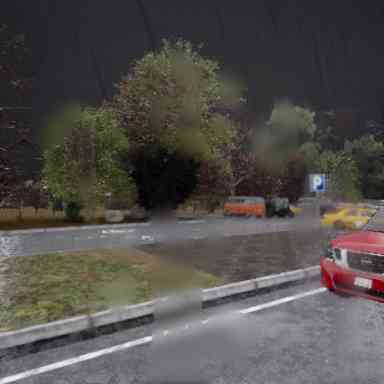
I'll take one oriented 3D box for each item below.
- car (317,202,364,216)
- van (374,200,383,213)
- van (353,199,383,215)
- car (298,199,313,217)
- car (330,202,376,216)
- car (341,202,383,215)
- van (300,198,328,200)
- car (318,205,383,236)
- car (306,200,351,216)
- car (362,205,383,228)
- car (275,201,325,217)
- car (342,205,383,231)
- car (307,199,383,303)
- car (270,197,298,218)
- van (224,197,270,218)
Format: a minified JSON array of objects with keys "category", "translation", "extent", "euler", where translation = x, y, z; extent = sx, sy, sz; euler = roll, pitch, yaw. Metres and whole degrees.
[{"category":"car","translation":[18.496,2.090,41.632],"extent":[2.097,1.535,5.008],"euler":[2,-1,-36]},{"category":"van","translation":[29.922,2.239,49.682],"extent":[1.878,1.987,4.442],"euler":[2,-1,-36]},{"category":"van","translation":[25.285,2.091,46.647],"extent":[1.878,1.987,4.442],"euler":[2,-1,-36]},{"category":"car","translation":[9.701,1.795,35.108],"extent":[1.946,1.575,5.366],"euler":[2,-1,-36]},{"category":"car","translation":[20.849,2.168,43.318],"extent":[2.097,1.535,5.008],"euler":[2,-1,-36]},{"category":"car","translation":[23.101,2.243,44.930],"extent":[2.231,1.521,4.892],"euler":[2,-1,-36]},{"category":"van","translation":[14.030,1.719,38.582],"extent":[1.878,1.987,4.442],"euler":[2,-1,-36]},{"category":"car","translation":[10.386,1.614,19.508],"extent":[1.946,1.575,5.366],"euler":[1,-1,-36]},{"category":"car","translation":[16.365,1.894,40.072],"extent":[2.185,1.767,4.553],"euler":[2,-1,-36]},{"category":"car","translation":[14.777,1.726,22.890],"extent":[2.097,1.535,5.008],"euler":[2,-1,-36]},{"category":"car","translation":[11.845,1.872,36.865],"extent":[2.231,1.521,4.892],"euler":[2,-1,-36]},{"category":"car","translation":[12.524,1.668,21.275],"extent":[2.231,1.521,4.892],"euler":[1,-1,-36]},{"category":"car","translation":[5.256,1.253,7.460],"extent":[5.566,2.045,2.150],"euler":[0,0,-36]},{"category":"car","translation":[7.332,1.479,33.673],"extent":[2.435,2.045,5.566],"euler":[1,-1,-36]},{"category":"van","translation":[4.929,1.443,32.061],"extent":[1.878,1.987,4.442],"euler":[1,-1,-36]}]
